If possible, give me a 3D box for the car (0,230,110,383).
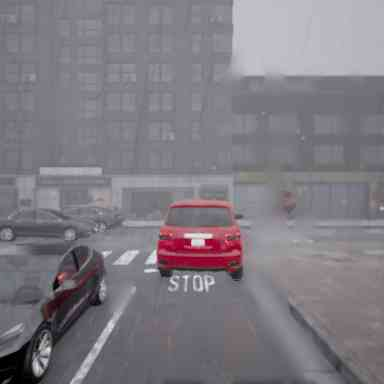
[{"bbox_3d":[-2.640,1.581,5.422,1.947,1.339,4.313,0,0,0],"label":"car"}]

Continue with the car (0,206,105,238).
[{"bbox_3d":[-7.012,1.560,16.023,4.892,1.490,1.837,1,0,0],"label":"car"}]

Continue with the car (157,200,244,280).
[{"bbox_3d":[0.403,1.249,10.232,2.150,2.045,5.566,0,0,6],"label":"car"}]

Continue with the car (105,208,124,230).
[{"bbox_3d":[-6.381,1.561,18.973,4.892,1.490,1.837,0,0,0],"label":"car"}]
